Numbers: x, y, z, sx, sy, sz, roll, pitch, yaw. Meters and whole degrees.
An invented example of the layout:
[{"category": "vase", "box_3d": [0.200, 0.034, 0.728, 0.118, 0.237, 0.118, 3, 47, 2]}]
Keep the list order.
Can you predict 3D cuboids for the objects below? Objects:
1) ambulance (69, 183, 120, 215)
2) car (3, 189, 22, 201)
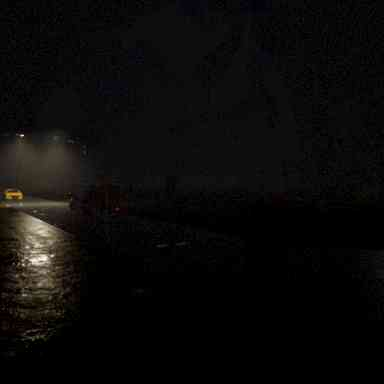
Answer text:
[{"category": "ambulance", "box_3d": [-8.158, 0.505, 27.108, 2.351, 2.431, 6.366, 0, 1, -35]}, {"category": "car", "box_3d": [-24.608, 0.362, 45.641, 1.882, 1.535, 5.008, 0, 1, -35]}]
